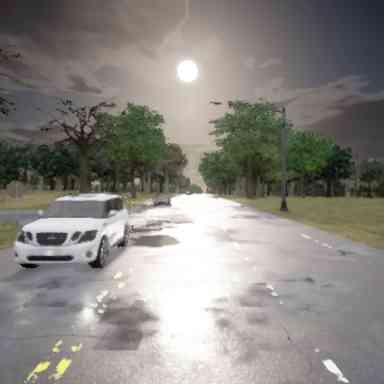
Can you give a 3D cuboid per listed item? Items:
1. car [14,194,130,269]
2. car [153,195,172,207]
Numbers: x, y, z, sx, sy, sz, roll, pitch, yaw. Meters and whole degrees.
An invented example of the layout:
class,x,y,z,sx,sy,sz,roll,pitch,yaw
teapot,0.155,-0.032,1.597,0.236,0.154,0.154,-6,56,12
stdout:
class,x,y,z,sx,sy,sz,roll,pitch,yaw
car,-3.500,1.103,10.924,2.150,2.045,5.566,0,1,0
car,-3.507,1.097,40.218,1.994,1.385,4.181,0,1,0
